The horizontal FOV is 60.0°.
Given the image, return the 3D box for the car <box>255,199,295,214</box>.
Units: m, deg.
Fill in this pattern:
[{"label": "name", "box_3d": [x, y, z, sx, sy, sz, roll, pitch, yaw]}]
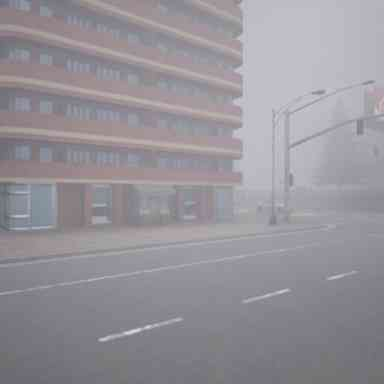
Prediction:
[{"label": "car", "box_3d": [8.937, 1.538, 36.219, 1.812, 1.442, 4.674, 0, 0, -36]}]
